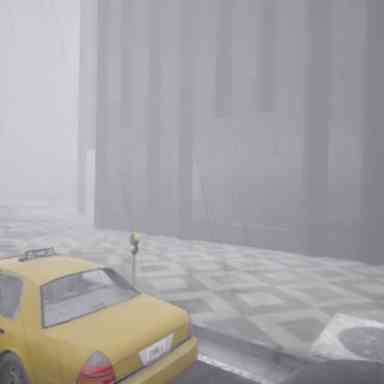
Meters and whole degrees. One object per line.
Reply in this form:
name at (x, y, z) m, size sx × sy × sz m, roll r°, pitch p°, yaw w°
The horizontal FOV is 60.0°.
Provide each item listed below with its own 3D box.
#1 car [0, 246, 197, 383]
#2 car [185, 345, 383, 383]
car at (-2.223, 1.426, 4.530) m, size 4.829 × 1.417 × 1.752 m, roll 2°, pitch 1°, yaw 35°
car at (2.343, 1.575, 1.300) m, size 4.403 × 1.369 × 2.008 m, roll 2°, pitch 1°, yaw 35°
